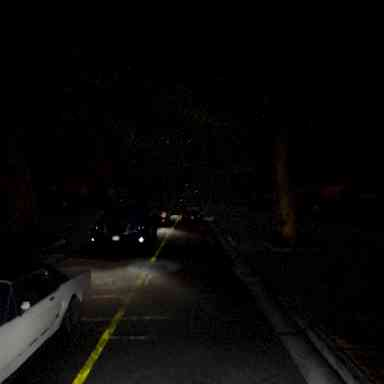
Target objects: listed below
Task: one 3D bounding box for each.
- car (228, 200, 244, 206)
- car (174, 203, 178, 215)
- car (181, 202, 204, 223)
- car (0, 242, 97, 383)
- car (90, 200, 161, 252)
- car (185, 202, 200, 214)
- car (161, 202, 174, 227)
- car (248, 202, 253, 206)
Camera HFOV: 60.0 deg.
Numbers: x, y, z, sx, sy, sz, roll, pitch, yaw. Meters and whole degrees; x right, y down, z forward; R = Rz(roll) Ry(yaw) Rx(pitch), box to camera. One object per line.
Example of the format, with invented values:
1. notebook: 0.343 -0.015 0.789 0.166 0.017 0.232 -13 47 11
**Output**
1. car: 11.911 2.889 90.445 4.097 1.590 1.967 1 -1 0
2. car: -2.743 1.992 40.858 1.882 1.535 5.008 0 -1 1
3. car: 0.048 1.872 28.880 1.812 1.442 4.674 0 -1 1
4. car: -2.845 1.647 4.104 1.895 1.301 4.718 0 -1 0
5. car: -2.835 1.393 15.089 2.150 2.045 5.566 0 -1 0
6. car: 0.103 2.069 44.139 1.837 1.490 4.892 0 -1 0
7. car: -2.779 1.656 25.589 2.097 1.767 4.553 0 -1 0
8. car: 17.345 2.950 90.439 4.097 1.590 1.967 1 -1 0
